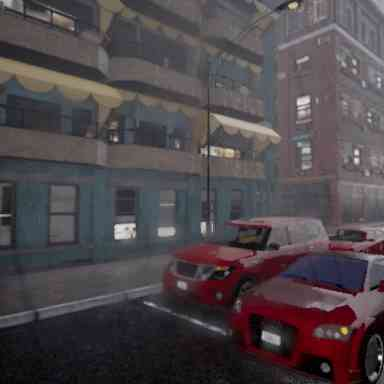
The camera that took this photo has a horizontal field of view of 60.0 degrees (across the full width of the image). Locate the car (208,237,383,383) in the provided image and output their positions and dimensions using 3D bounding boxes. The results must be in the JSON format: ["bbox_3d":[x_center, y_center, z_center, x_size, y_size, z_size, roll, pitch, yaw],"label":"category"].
[{"bbox_3d":[2.508,1.741,5.650,4.181,1.385,1.994,1,-3,-42],"label":"car"}]

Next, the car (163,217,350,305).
[{"bbox_3d":[1.686,1.598,8.371,5.009,1.841,2.192,1,-2,-42],"label":"car"}]

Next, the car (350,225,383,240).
[{"bbox_3d":[5.849,1.918,12.068,4.507,1.381,1.887,1,-2,-42],"label":"car"}]
